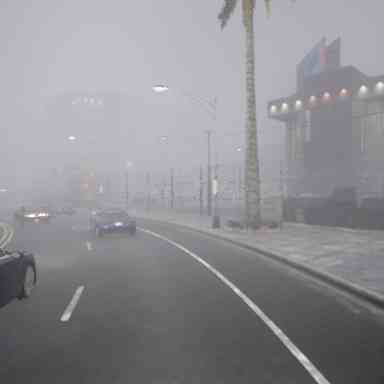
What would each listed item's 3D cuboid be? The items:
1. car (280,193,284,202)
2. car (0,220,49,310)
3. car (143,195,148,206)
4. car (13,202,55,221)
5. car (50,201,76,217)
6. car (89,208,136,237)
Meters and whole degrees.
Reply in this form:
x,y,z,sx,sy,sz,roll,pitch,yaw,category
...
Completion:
x,y,z,sx,sy,sz,roll,pitch,yaw,category
12.426,1.260,48.140,2.002,1.452,4.674,0,0,-44,car
-4.135,1.504,5.456,2.128,1.511,4.902,0,0,-8,car
-7.400,1.198,52.384,2.185,1.767,4.553,0,0,-44,car
-11.777,1.621,24.318,1.895,1.301,4.718,0,0,-35,car
-12.550,1.560,30.752,2.033,1.411,5.357,0,0,-41,car
-4.442,1.554,18.322,1.994,1.385,4.181,0,0,-23,car
